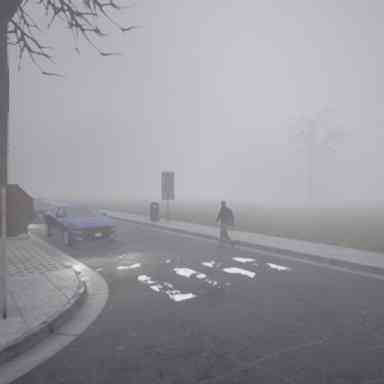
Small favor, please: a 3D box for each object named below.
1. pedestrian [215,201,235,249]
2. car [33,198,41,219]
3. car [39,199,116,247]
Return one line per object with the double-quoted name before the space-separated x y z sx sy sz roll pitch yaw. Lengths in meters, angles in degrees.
"pedestrian" 1.224 1.144 12.315 0.375 1.860 0.375 1 0 -36
"car" -10.737 1.167 22.409 1.812 1.442 4.674 0 1 -36
"car" -4.919 1.273 14.316 1.882 1.535 5.008 0 1 -36
